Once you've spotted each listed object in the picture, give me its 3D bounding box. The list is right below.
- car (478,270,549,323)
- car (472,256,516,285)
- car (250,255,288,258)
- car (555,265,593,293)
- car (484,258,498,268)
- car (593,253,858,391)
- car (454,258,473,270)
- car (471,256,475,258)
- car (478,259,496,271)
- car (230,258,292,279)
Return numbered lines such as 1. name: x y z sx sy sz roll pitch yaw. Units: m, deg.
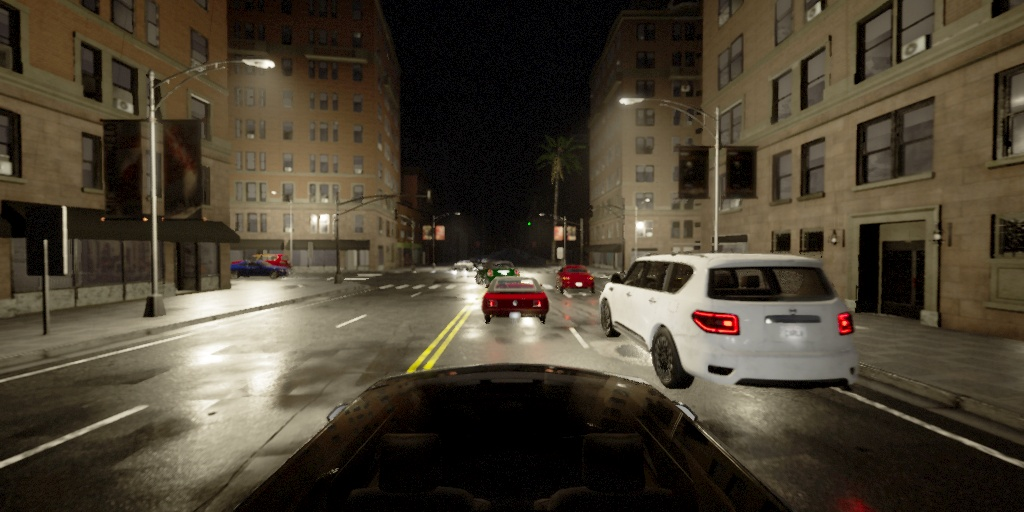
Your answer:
1. car: 0.091 1.331 12.066 1.895 1.301 4.718 0 0 0
2. car: -1.020 1.068 23.096 2.097 1.767 4.553 0 0 -15
3. car: -23.917 0.778 34.278 5.009 1.841 2.192 0 0 -9
4. car: 3.470 1.240 20.148 1.812 1.442 4.674 0 0 3
5. car: -3.371 1.119 58.296 1.882 1.535 5.008 0 0 0
6. car: 3.335 0.965 6.935 2.150 2.045 5.566 0 1 0
7. car: -6.627 1.260 49.195 1.895 1.301 4.718 0 0 3
8. car: -6.617 1.118 58.443 1.882 1.535 5.008 0 0 0
9. car: -3.378 1.152 48.907 2.128 1.511 4.902 0 0 0
10. car: -20.472 1.100 28.956 4.674 1.442 1.812 0 1 -9
